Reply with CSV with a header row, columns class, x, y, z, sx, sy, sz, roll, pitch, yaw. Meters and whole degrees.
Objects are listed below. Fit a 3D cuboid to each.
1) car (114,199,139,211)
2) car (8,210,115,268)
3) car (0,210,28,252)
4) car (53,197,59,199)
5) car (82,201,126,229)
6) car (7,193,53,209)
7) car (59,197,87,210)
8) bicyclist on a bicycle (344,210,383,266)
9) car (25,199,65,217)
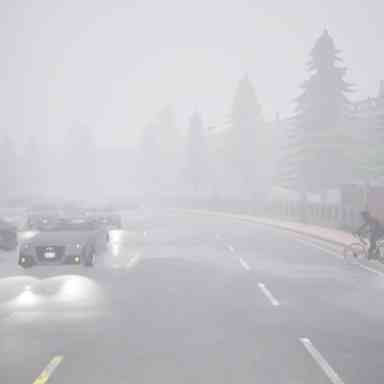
class,x,y,z,sx,sy,sz,roll,pitch,yaw
car,-8.207,1.483,37.992,4.718,1.301,1.895,0,0,44
car,-4.014,1.530,11.056,1.994,1.385,4.181,0,0,-4
car,-7.454,1.492,10.971,1.812,1.442,4.674,0,0,-4
car,-18.036,1.388,44.854,4.674,1.442,1.812,0,0,23
car,-5.619,1.499,20.823,1.994,1.385,4.181,0,0,-20
car,-20.911,1.093,42.317,5.566,2.045,2.150,0,0,22
car,-10.103,1.413,29.649,1.837,1.490,4.892,0,0,-35
bicyclist on a bicycle,5.260,1.364,9.764,1.656,1.620,0.582,-1,0,-1
car,-9.400,1.439,21.321,1.837,1.490,4.892,0,0,-23
